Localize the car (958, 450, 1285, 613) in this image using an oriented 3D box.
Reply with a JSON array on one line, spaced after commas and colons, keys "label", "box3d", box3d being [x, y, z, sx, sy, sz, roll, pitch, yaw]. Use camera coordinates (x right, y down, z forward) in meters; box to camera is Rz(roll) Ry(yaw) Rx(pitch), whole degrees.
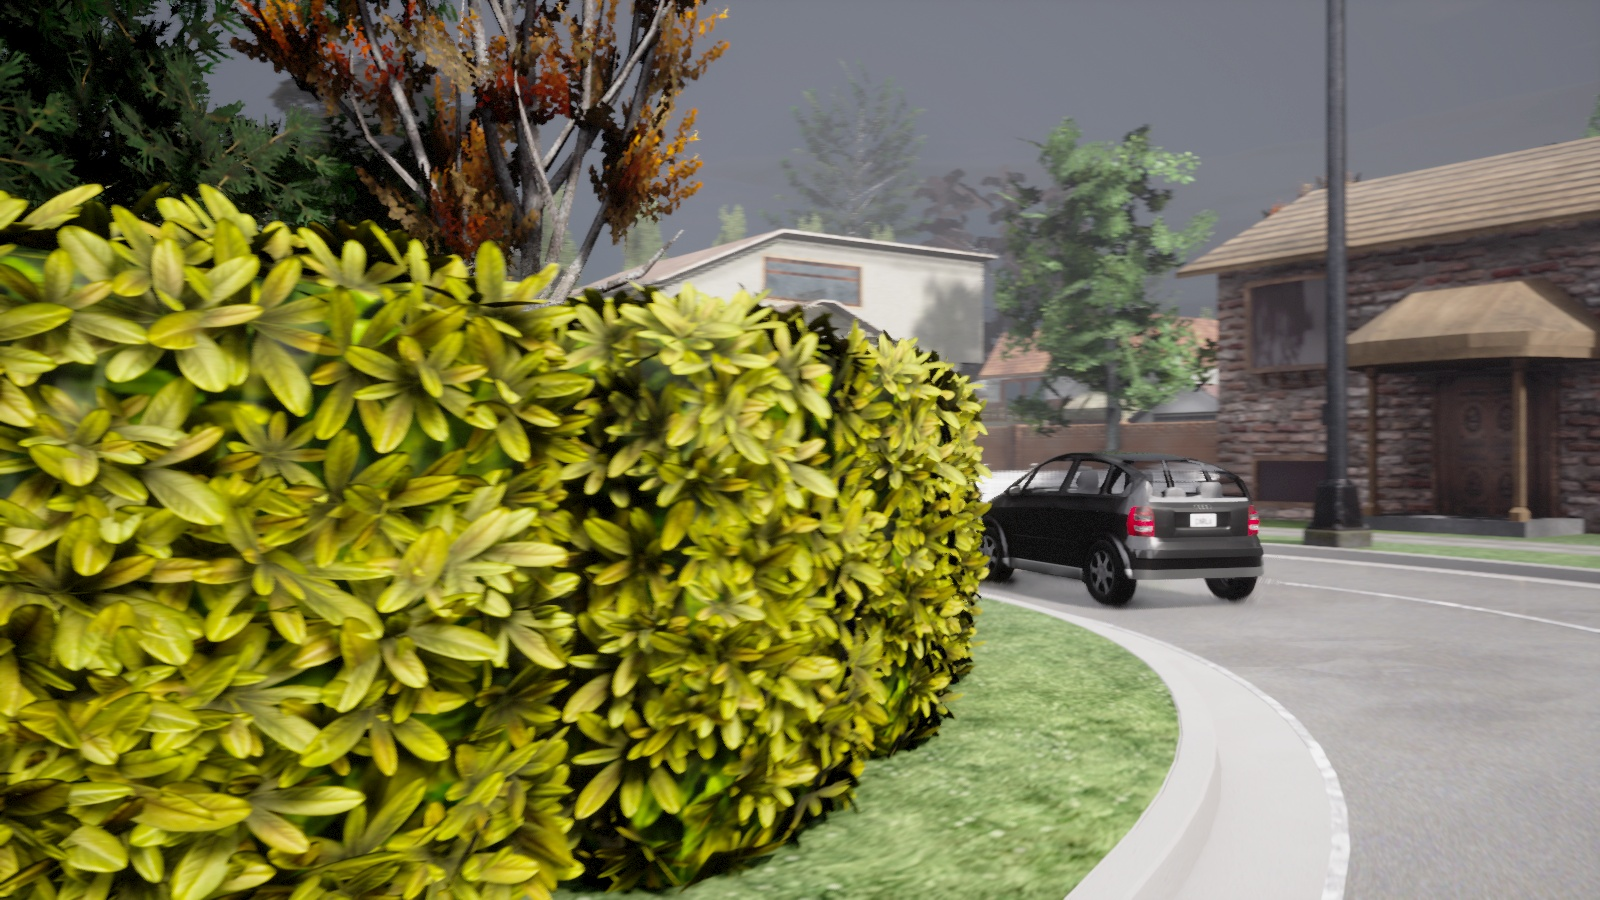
[{"label": "car", "box3d": [3.380, 0.788, 13.960, 1.789, 1.549, 3.705, 0, 0, -19]}]
